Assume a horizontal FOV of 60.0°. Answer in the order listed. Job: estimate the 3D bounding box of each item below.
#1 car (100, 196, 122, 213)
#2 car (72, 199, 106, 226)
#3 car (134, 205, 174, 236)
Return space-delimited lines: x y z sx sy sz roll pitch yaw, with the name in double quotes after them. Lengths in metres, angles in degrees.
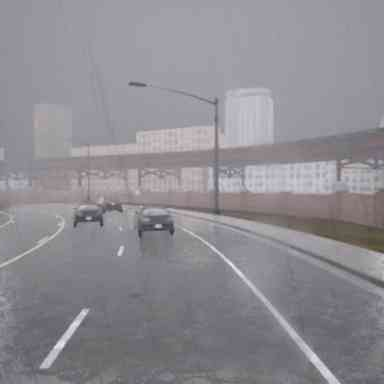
-8.864 1.244 34.667 2.097 1.767 4.553 -1 1 -29 "car"
-7.143 1.470 22.815 1.812 1.442 4.674 0 0 -19 "car"
-2.119 1.455 18.061 1.812 1.442 4.674 0 0 -13 "car"
